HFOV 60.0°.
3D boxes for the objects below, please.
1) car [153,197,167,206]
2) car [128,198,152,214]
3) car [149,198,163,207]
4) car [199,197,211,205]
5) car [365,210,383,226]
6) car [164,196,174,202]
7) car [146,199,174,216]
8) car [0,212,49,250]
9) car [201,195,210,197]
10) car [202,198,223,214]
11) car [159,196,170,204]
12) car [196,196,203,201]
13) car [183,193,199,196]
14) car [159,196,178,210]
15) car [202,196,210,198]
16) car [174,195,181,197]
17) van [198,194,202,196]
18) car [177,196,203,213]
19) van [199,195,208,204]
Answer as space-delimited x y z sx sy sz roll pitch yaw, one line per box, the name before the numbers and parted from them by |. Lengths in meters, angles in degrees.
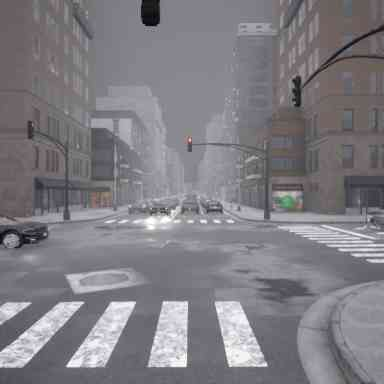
car | -5.617 1.631 58.140 2.008 1.369 4.403 0 0 0
car | -5.661 1.478 36.097 1.967 1.590 4.097 0 0 0
car | -5.628 1.650 52.629 1.802 1.307 4.206 0 0 0
car | 2.418 1.644 63.635 2.008 1.369 4.403 0 0 0
car | 13.384 1.441 20.591 4.902 1.511 2.128 0 0 0
car | -5.574 1.690 80.183 2.008 1.369 4.403 0 0 0
car | -3.129 1.635 33.460 1.895 1.301 4.718 0 0 0
car | -8.607 1.502 13.822 5.008 1.535 1.882 0 0 0
car | 2.397 1.634 52.614 1.947 1.339 4.313 0 0 0
car | 2.364 1.604 36.081 1.947 1.339 4.313 0 0 0
car | -5.596 1.548 69.162 1.967 1.590 4.097 0 0 0
car | 2.061 1.693 90.050 1.812 1.442 4.674 0 0 0
car | -0.116 1.317 63.649 2.150 2.045 5.566 0 0 0
car | -3.105 1.614 43.438 1.994 1.385 4.181 0 0 1
car | 2.386 1.639 47.103 1.802 1.307 4.206 0 0 0
car | -3.078 1.633 53.397 1.994 1.385 4.181 0 0 0
van | 2.408 1.421 58.125 1.690 1.788 3.998 0 0 0
car | -0.196 1.530 36.698 2.128 1.511 4.902 0 0 0
van | 2.429 1.449 69.146 1.690 1.788 3.998 0 0 0
